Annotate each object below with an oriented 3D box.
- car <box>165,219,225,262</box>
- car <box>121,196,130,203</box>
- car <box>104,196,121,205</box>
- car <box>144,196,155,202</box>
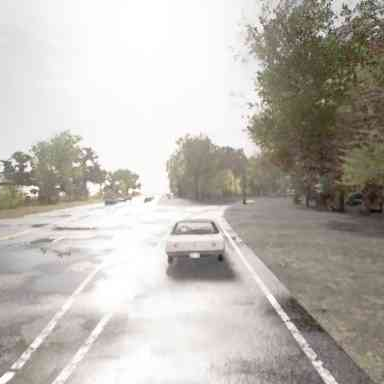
[{"bbox_3d":[0.123,1.642,12.357,1.895,1.301,4.718,-2,0,1],"label":"car"},{"bbox_3d":[-16.990,1.875,80.187,2.033,1.411,5.357,-2,0,-5],"label":"car"},{"bbox_3d":[-15.661,1.667,64.453,2.097,1.767,4.553,-2,0,-5],"label":"car"},{"bbox_3d":[-10.277,1.681,77.946,2.033,1.411,5.357,-2,0,-5],"label":"car"}]
